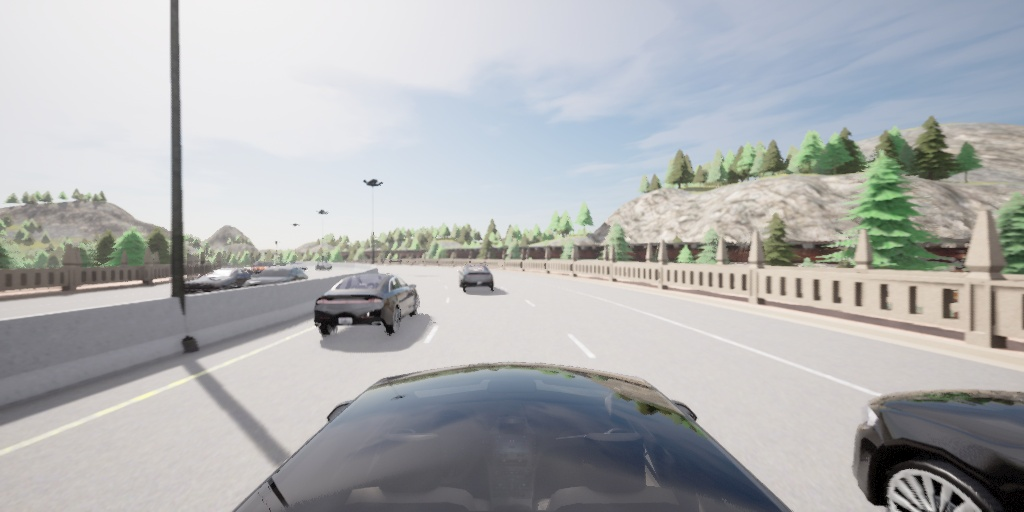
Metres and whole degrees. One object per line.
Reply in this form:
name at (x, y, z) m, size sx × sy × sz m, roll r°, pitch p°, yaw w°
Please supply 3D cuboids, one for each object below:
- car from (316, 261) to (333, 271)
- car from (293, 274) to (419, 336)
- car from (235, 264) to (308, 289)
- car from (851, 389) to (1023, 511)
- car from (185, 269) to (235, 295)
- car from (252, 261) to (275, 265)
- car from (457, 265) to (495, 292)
car at (-30.288, 1.600, 57.765) m, size 2.128 × 1.511 × 4.902 m, roll -1°, pitch 0°, yaw -37°
car at (-4.020, 1.279, 10.619) m, size 2.128 × 1.511 × 4.902 m, roll 0°, pitch 0°, yaw -5°
car at (-12.652, 1.368, 19.583) m, size 1.837 × 1.490 × 4.892 m, roll 0°, pitch 0°, yaw -12°
car at (3.446, 1.224, 0.663) m, size 2.128 × 1.511 × 4.902 m, roll 0°, pitch 0°, yaw 1°
car at (-16.424, 1.441, 20.810) m, size 2.033 × 1.411 × 5.357 m, roll 0°, pitch 0°, yaw -13°
car at (-26.722, 1.386, 38.922) m, size 2.097 × 1.767 × 4.553 m, roll -1°, pitch 0°, yaw -27°
car at (-2.256, 1.289, 22.016) m, size 2.128 × 1.511 × 4.902 m, roll 0°, pitch 0°, yaw -11°
